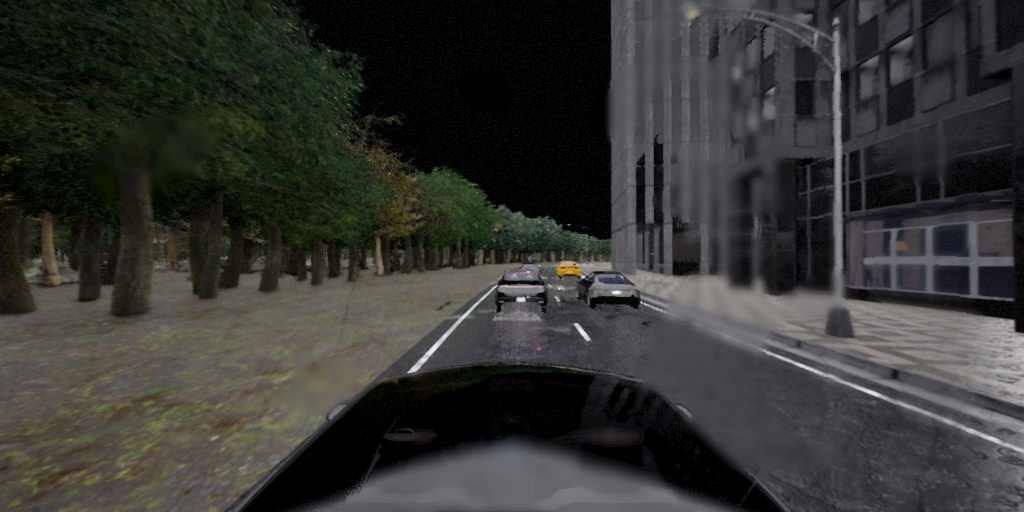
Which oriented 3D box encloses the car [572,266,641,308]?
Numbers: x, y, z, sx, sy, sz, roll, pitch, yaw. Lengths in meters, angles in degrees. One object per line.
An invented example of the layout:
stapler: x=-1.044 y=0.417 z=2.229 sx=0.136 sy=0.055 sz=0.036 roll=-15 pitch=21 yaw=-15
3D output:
car: x=3.952 y=1.321 z=15.271 sx=1.994 sy=1.385 sz=4.181 roll=0 pitch=0 yaw=2

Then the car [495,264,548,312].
car: x=0.399 y=1.242 z=14.287 sx=2.128 sy=1.511 sz=4.902 roll=0 pitch=0 yaw=2

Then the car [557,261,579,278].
car: x=5.189 y=1.205 z=33.150 sx=1.882 sy=1.535 sz=5.008 roll=0 pitch=0 yaw=5
